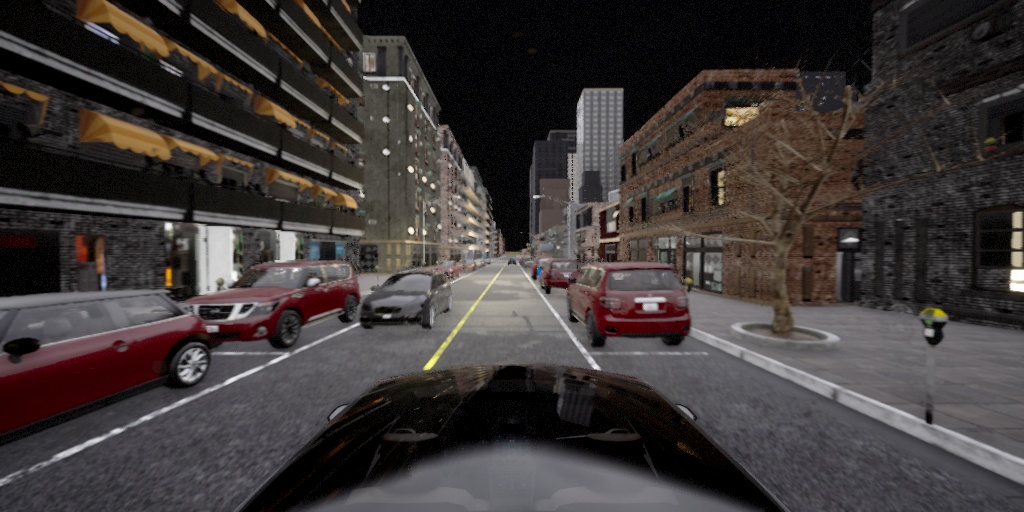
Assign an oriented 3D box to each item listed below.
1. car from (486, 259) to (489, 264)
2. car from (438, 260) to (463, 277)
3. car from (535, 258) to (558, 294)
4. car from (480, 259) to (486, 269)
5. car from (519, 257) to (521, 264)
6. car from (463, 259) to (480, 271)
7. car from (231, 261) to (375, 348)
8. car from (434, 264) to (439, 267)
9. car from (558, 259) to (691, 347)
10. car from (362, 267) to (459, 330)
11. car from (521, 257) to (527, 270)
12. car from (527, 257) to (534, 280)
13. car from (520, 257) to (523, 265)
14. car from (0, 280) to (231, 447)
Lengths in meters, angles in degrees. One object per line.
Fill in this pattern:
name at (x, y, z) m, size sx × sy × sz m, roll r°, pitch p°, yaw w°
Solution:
car at (-5.683, 1.162, 63.164) m, size 1.967 × 1.591 × 4.097 m, roll 0°, pitch 0°, yaw 0°
car at (-5.688, 1.179, 30.939) m, size 1.967 × 1.591 × 4.097 m, roll 0°, pitch 0°, yaw 0°
car at (2.691, 1.059, 20.116) m, size 2.192 × 1.841 × 5.009 m, roll 0°, pitch 0°, yaw 0°
car at (-5.685, 1.251, 57.414) m, size 1.751 × 1.417 × 4.829 m, roll 0°, pitch 0°, yaw 0°
car at (2.664, 1.288, 63.213) m, size 1.948 × 1.339 × 4.313 m, roll 0°, pitch 0°, yaw 0°
car at (-5.686, 1.171, 47.161) m, size 1.967 × 1.591 × 4.097 m, roll 0°, pitch 0°, yaw 0°
car at (-5.690, 1.062, 9.310) m, size 2.192 × 1.841 × 5.009 m, roll 0°, pitch 0°, yaw 0°
car at (-5.689, 1.294, 20.125) m, size 2.007 × 1.370 × 4.403 m, roll 0°, pitch 0°, yaw 0°
car at (2.691, 1.062, 9.302) m, size 2.192 × 1.841 × 5.009 m, roll 0°, pitch 0°, yaw 0°
car at (-3.058, 1.254, 11.246) m, size 1.837 × 1.490 × 4.892 m, roll 0°, pitch -1°, yaw 0°
car at (2.696, 1.289, 52.062) m, size 2.007 × 1.370 × 4.403 m, roll 0°, pitch 0°, yaw 0°
car at (2.693, 1.054, 30.931) m, size 2.192 × 1.841 × 5.009 m, roll 0°, pitch 0°, yaw 0°
car at (2.664, 1.292, 57.634) m, size 1.948 × 1.339 × 4.313 m, roll 0°, pitch 0°, yaw 0°
car at (-5.691, 1.189, 3.903) m, size 1.967 × 1.591 × 4.097 m, roll 0°, pitch 0°, yaw 0°
